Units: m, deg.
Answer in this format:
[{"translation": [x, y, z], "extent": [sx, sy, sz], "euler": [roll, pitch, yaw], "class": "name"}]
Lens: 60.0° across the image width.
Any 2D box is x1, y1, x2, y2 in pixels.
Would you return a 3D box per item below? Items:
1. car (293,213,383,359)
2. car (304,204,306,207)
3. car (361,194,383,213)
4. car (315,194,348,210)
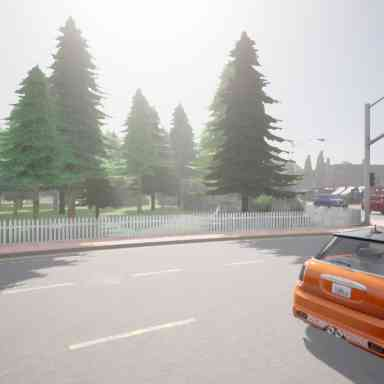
[{"translation": [3.939, 1.352, 5.443], "extent": [4.553, 1.767, 2.097], "euler": [0, 0, -26], "class": "car"}, {"translation": [16.654, 1.581, 53.661], "extent": [1.812, 1.442, 4.674], "euler": [0, 0, -7], "class": "car"}, {"translation": [19.364, 1.277, 33.197], "extent": [2.150, 2.045, 5.566], "euler": [0, 0, -8], "class": "car"}, {"translation": [17.999, 1.277, 43.463], "extent": [2.150, 2.045, 5.566], "euler": [0, 0, -8], "class": "car"}]
